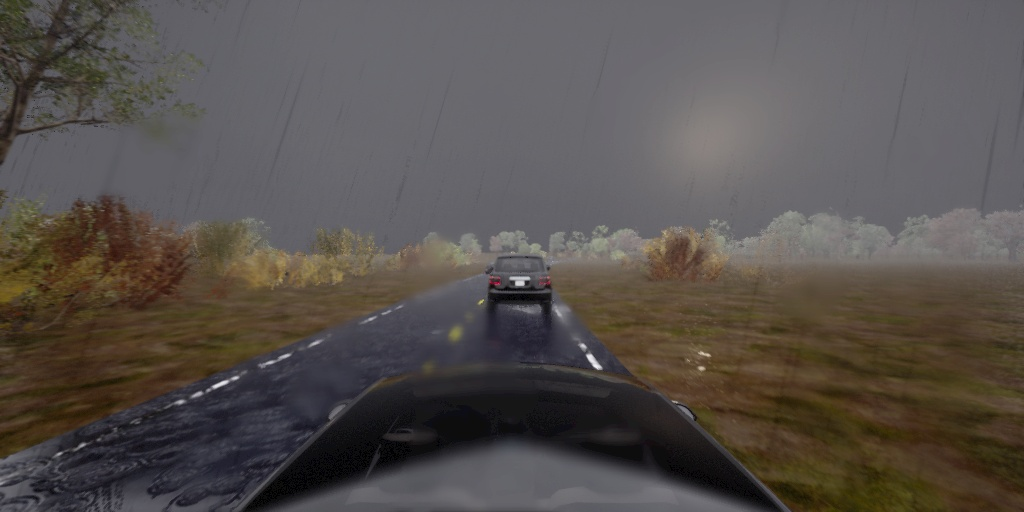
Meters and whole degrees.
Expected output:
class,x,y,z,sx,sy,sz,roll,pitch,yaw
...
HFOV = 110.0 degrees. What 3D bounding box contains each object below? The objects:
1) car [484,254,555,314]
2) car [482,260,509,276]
class,x,y,z,sx,sy,sz,roll,pitch,yaw
car,0.322,0.940,13.798,2.150,2.045,5.566,0,0,2
car,-1.588,1.204,36.603,2.033,1.411,5.357,0,0,5
